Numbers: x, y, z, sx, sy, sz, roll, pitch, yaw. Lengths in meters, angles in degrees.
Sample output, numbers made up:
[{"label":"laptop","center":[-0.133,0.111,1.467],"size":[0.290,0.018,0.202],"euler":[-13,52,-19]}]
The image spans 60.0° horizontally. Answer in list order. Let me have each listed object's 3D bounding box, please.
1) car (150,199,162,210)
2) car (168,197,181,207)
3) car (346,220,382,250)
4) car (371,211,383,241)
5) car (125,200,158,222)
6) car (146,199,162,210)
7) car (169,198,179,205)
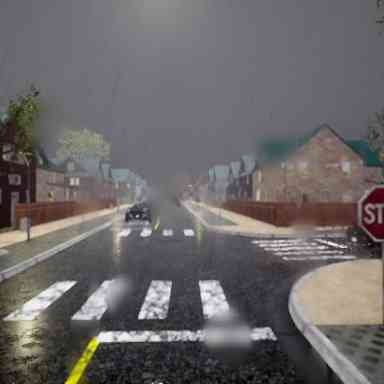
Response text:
[{"label":"car","center":[-4.588,1.609,35.586],"size":[2.033,1.411,5.357],"euler":[0,0,-3]},{"label":"car","center":[-2.873,1.685,55.234],"size":[1.837,1.490,4.892],"euler":[0,0,-3]},{"label":"car","center":[8.114,1.404,11.979],"size":[4.892,1.490,1.837],"euler":[0,-3,-7]},{"label":"car","center":[10.887,1.532,14.954],"size":[4.718,1.301,1.895],"euler":[0,-1,-5]},{"label":"car","center":[-4.039,1.589,26.219],"size":[1.994,1.385,4.181],"euler":[0,0,-2]},{"label":"car","center":[-5.154,1.642,45.518],"size":[1.812,1.442,4.674],"euler":[0,0,-3]},{"label":"car","center":[-3.473,1.861,65.663],"size":[1.895,1.301,4.718],"euler":[0,-1,-3]}]
